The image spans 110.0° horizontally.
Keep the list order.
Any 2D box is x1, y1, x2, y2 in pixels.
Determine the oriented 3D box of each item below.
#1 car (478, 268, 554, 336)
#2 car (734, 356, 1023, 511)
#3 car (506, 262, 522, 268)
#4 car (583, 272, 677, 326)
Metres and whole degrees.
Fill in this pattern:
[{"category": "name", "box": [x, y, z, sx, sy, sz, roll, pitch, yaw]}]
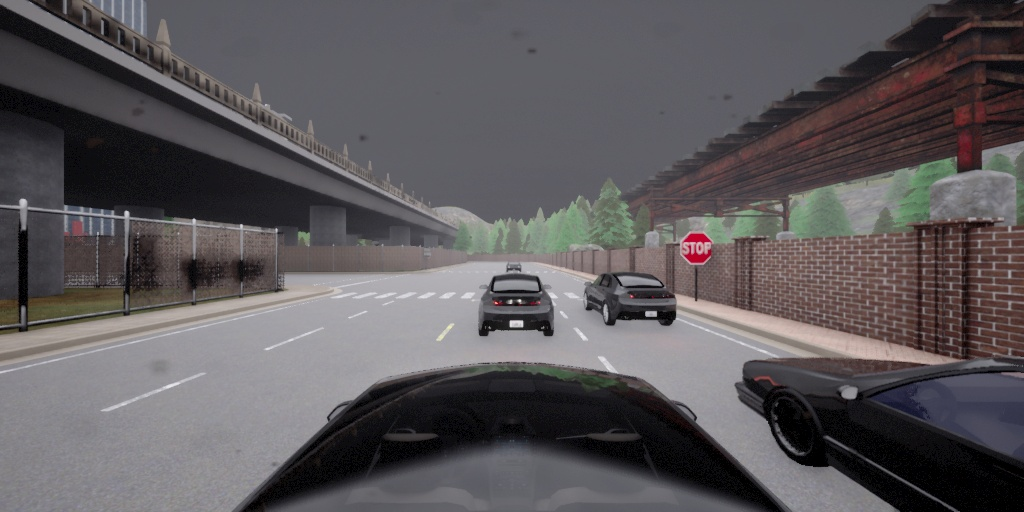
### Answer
[{"category": "car", "box": [0.103, 1.255, 10.334, 1.837, 1.490, 4.892, 0, 0, 0]}, {"category": "car", "box": [3.601, 1.297, 1.833, 2.033, 1.411, 5.357, 0, 0, 0]}, {"category": "car", "box": [0.221, 1.350, 45.189, 1.895, 1.301, 4.718, 0, 0, 0]}, {"category": "car", "box": [3.605, 1.255, 11.692, 1.837, 1.490, 4.892, 0, 0, 0]}]
